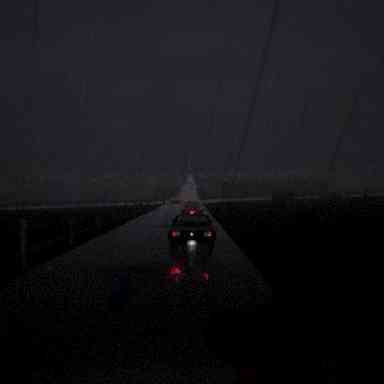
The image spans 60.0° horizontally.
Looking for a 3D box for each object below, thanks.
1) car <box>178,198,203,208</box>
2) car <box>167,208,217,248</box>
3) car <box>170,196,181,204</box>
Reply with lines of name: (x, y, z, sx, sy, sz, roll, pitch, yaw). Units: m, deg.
car: (0.001, 1.494, 29.674, 1.812, 1.442, 4.674, 0, 0, 0)
car: (0.000, 1.602, 14.692, 1.895, 1.301, 4.718, 0, 0, 0)
car: (-2.749, 1.387, 58.693, 1.882, 1.535, 5.008, 0, 0, 0)
